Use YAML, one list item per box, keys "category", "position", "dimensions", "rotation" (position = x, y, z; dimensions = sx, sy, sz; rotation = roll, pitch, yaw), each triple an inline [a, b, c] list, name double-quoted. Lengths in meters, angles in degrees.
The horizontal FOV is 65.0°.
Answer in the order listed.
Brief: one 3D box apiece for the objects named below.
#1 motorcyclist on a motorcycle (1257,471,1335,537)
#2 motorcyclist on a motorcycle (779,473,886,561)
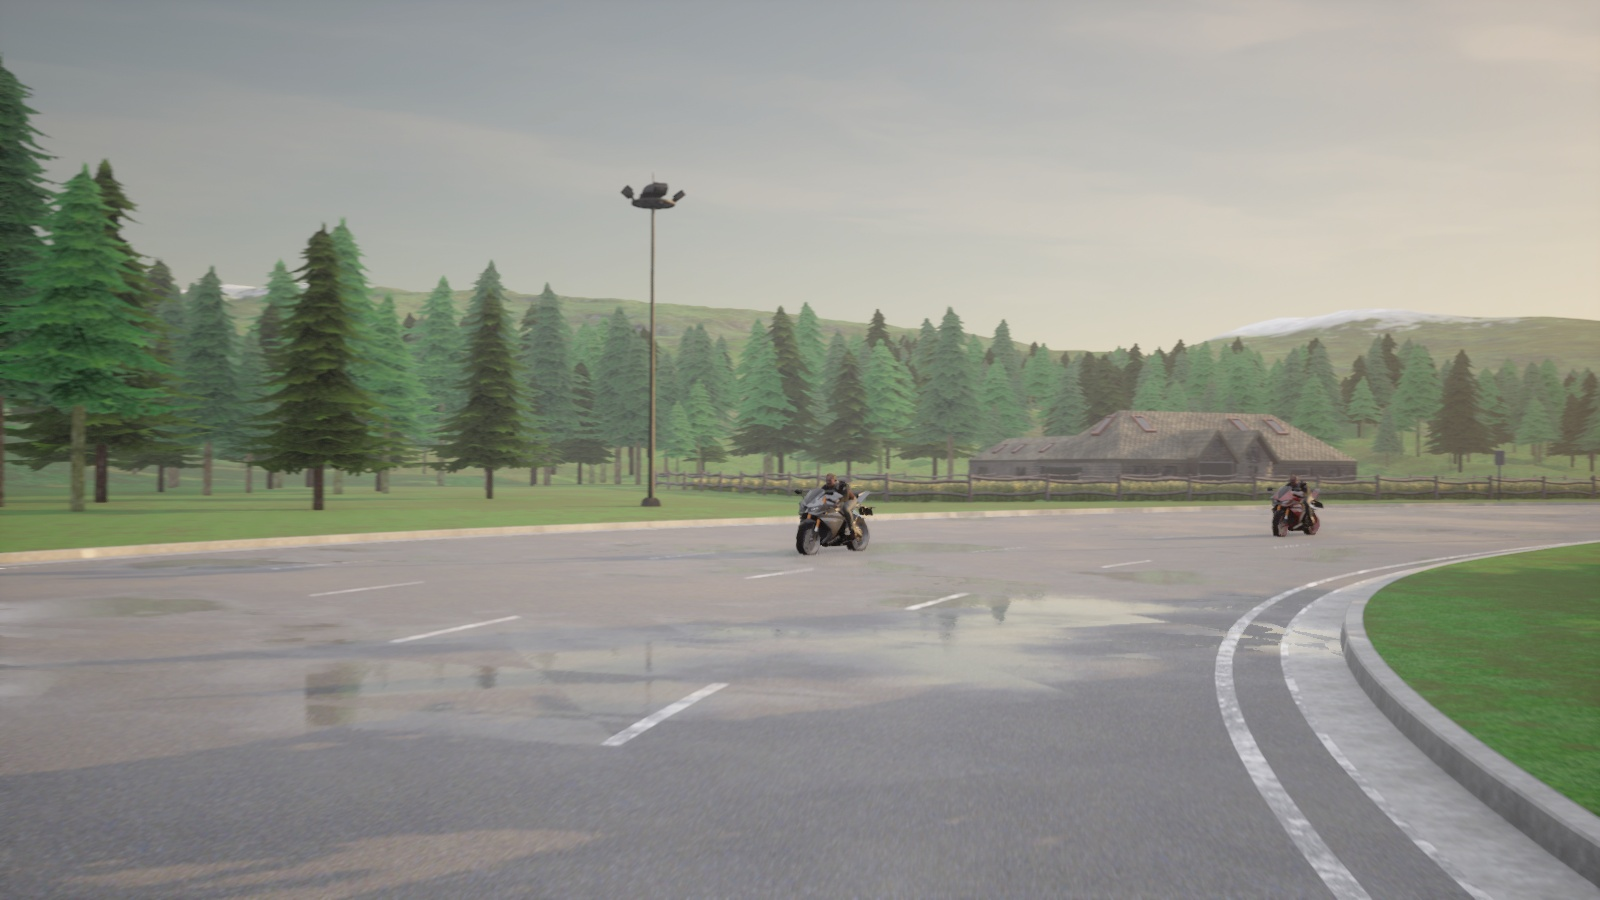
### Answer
- category: "motorcyclist on a motorcycle"
  position: [12.038, 1.287, 30.453]
  dimensions: [2.191, 1.530, 0.866]
  rotation: [1, -1, -42]
- category: "motorcyclist on a motorcycle"
  position: [0.628, 1.205, 23.371]
  dimensions: [0.866, 1.530, 2.191]
  rotation: [0, -1, 37]
